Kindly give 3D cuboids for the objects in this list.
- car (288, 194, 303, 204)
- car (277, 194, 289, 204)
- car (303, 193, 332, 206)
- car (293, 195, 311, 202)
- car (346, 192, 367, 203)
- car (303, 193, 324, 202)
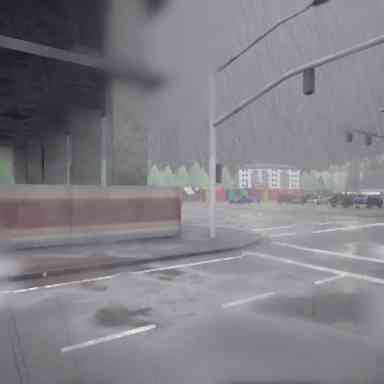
[{"bbox_3d":[18.731,1.361,56.446,3.905,1.438,1.784,0,0,-35],"label":"car"},{"bbox_3d":[17.139,1.150,58.607,4.605,1.855,1.932,0,0,-35],"label":"car"},{"bbox_3d":[20.403,1.392,54.083,3.806,1.475,1.970,0,0,-35],"label":"car"},{"bbox_3d":[24.603,1.361,74.241,3.905,1.438,1.784,0,0,-35],"label":"car"},{"bbox_3d":[40.512,1.154,81.980,3.866,1.878,1.905,0,0,-35],"label":"car"},{"bbox_3d":[26.225,1.150,71.840,4.605,1.855,1.932,0,0,-35],"label":"car"}]
